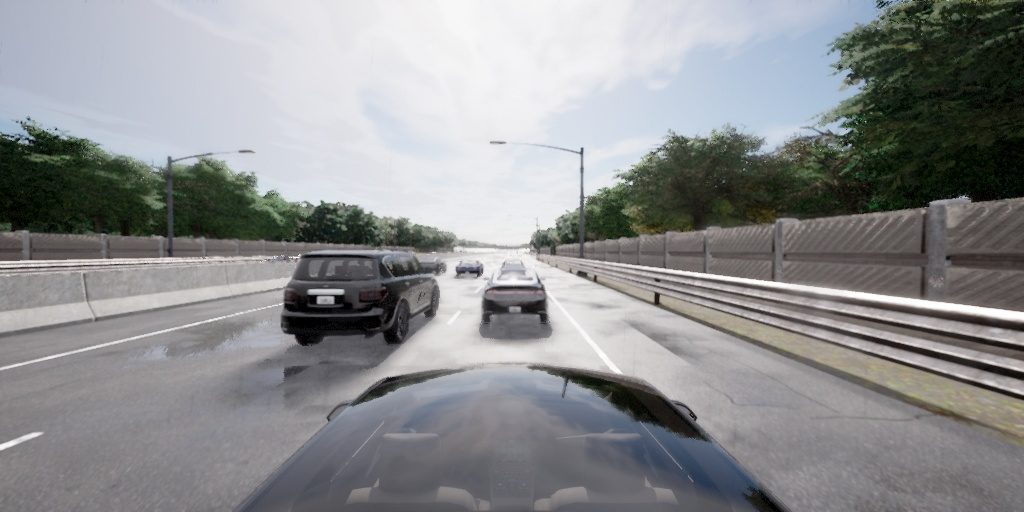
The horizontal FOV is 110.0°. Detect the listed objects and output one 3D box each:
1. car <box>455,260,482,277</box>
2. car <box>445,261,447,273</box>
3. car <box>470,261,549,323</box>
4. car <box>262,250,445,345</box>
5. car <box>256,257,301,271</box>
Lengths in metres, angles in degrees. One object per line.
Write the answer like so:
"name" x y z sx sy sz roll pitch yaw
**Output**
"car" -3.405 0.947 29.645 1.895 1.301 4.718 0 1 0
"car" -6.904 0.817 31.136 2.128 1.511 4.902 0 1 0
"car" 0.084 1.103 11.460 2.128 1.511 4.902 0 1 0
"car" -3.425 0.863 9.276 2.150 2.045 5.566 0 1 0
"car" -24.587 0.790 37.981 1.994 1.385 4.181 0 1 0
